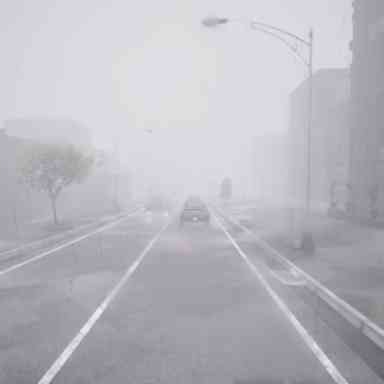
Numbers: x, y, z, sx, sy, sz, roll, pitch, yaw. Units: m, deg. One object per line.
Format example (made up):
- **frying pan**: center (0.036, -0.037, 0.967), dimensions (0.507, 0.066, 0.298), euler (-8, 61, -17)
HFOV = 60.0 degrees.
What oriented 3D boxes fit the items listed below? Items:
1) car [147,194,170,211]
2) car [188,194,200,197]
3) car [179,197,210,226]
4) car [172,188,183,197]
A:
- **car**: center (-3.461, 1.012, 34.885), dimensions (2.097, 1.767, 4.553), euler (0, 1, 0)
- **car**: center (0.253, 1.018, 42.381), dimensions (2.128, 1.511, 4.902), euler (0, 1, 0)
- **car**: center (0.180, 1.349, 21.993), dimensions (2.128, 1.511, 4.902), euler (0, 1, 0)
- **car**: center (-3.177, 0.131, 75.413), dimensions (2.150, 2.045, 5.566), euler (0, 1, 0)
